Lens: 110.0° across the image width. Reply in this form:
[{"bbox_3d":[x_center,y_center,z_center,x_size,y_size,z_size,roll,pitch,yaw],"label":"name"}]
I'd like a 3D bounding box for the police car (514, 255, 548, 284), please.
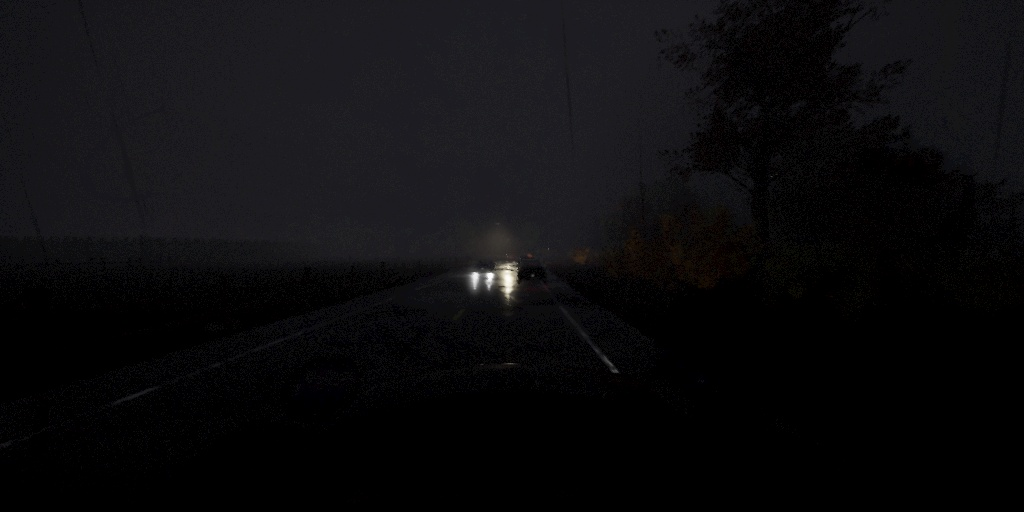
[{"bbox_3d":[1.306,0.932,24.127,1.930,1.638,5.238,0,1,1],"label":"police car"}]

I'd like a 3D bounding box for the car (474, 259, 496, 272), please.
[{"bbox_3d":[-2.857,0.940,37.917,1.895,1.301,4.718,0,1,3],"label":"car"}]
